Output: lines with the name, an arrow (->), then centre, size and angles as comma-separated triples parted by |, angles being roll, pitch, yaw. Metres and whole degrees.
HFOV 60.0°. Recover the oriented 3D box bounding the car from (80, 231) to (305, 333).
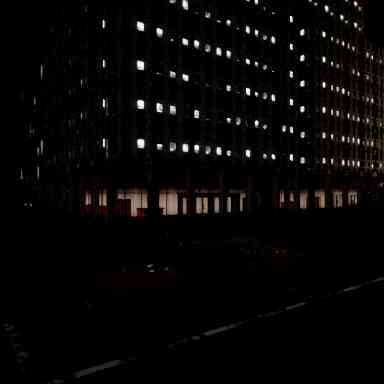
car -> 0.285, 1.525, 6.767 | 4.829, 1.417, 1.752 | 0, 0, -36
